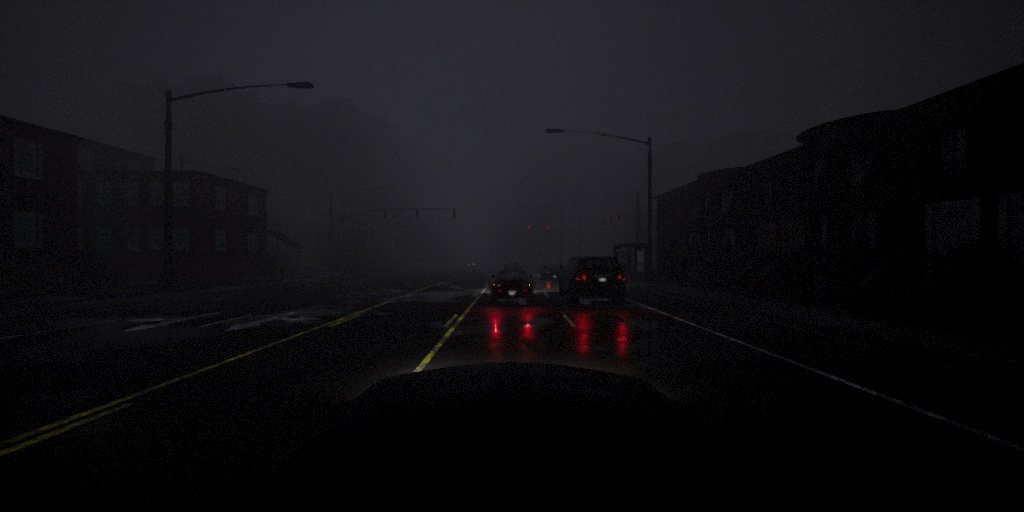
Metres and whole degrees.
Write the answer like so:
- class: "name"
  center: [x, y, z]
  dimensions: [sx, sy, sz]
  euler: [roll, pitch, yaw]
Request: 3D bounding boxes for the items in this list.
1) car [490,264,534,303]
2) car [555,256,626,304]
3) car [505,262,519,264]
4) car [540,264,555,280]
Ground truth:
- class: "car"
  center: [0.000, 1.282, 16.500]
  dimensions: [1.812, 1.442, 4.674]
  euler: [0, 0, 0]
- class: "car"
  center: [3.500, 1.007, 16.530]
  dimensions: [2.150, 2.045, 5.566]
  euler: [0, 0, 0]
- class: "car"
  center: [0.000, 1.282, 31.500]
  dimensions: [1.812, 1.442, 4.674]
  euler: [0, 0, 0]
- class: "car"
  center: [3.500, 1.365, 31.530]
  dimensions: [1.895, 1.301, 4.718]
  euler: [0, 0, 0]
